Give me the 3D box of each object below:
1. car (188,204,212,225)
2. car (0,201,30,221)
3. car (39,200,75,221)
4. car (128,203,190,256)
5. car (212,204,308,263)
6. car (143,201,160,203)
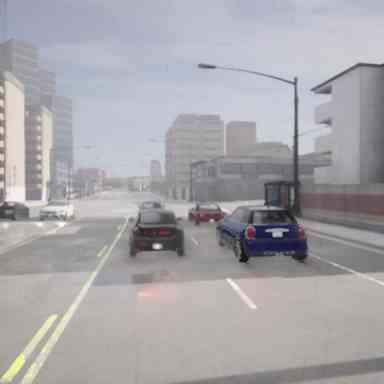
[{"bbox_3d":[0.886,1.415,22.108,1.895,1.301,4.718,0,0,-8],"label":"car"},{"bbox_3d":[-13.790,1.400,25.095,1.994,1.385,4.181,0,0,-9],"label":"car"},{"bbox_3d":[-10.355,1.353,25.799,1.812,1.442,4.674,0,0,-9],"label":"car"},{"bbox_3d":[-1.362,1.405,12.658,1.837,1.490,4.892,0,1,-7],"label":"car"},{"bbox_3d":[2.246,1.247,11.823,2.097,1.767,4.553,0,0,-7],"label":"car"},{"bbox_3d":[-2.828,1.341,23.300,1.812,1.442,4.674,0,1,-8],"label":"car"}]
